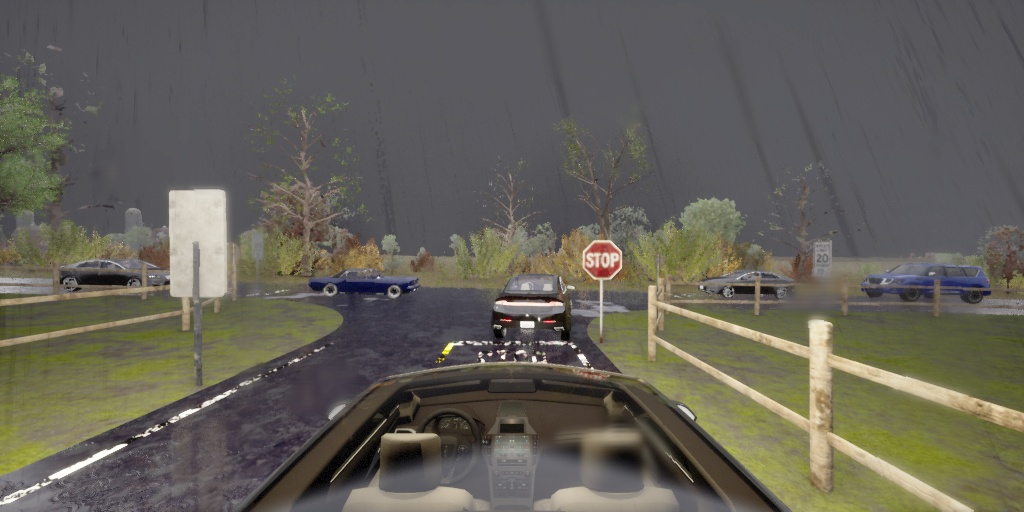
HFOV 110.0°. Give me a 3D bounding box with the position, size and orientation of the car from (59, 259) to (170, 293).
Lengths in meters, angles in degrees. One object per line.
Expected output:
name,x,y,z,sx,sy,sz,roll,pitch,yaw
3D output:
car,-18.489,0.885,17.034,4.902,1.511,2.128,1,1,0

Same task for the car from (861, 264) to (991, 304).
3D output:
car,22.900,1.467,19.932,5.566,2.045,2.150,1,1,0

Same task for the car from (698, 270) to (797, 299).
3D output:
car,13.005,1.525,19.944,4.902,1.511,2.128,1,1,0

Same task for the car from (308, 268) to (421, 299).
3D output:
car,-6.821,1.248,17.017,4.718,1.301,1.895,1,1,0

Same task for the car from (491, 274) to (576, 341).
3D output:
car,0.707,1.240,9.986,2.128,1.511,4.902,0,0,9
